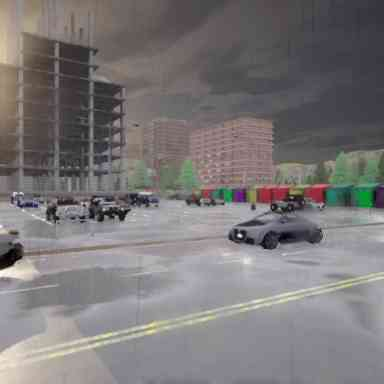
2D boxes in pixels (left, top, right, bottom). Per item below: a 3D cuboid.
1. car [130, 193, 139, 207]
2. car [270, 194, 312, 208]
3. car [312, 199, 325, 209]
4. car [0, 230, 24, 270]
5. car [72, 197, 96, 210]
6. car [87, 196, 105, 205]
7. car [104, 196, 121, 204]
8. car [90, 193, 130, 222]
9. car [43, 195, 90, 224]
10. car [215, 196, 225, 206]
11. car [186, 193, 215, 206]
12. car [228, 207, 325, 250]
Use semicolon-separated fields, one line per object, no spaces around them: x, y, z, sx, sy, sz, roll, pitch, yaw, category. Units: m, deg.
-11.775;1.152;59.944;1.932;1.855;4.605;0;0;-32;car
10.199;1.155;35.250;1.905;1.878;3.866;0;0;-32;car
12.661;1.394;36.773;1.970;1.475;3.806;0;0;-32;car
-6.759;1.491;7.960;4.902;1.511;2.128;0;0;-32;car
-13.381;1.395;41.083;1.970;1.475;3.806;0;0;-32;car
-16.481;1.394;56.949;1.970;1.475;3.806;0;0;-32;car
-14.024;1.363;58.481;1.784;1.438;3.905;0;0;-32;car
-6.431;1.156;24.831;1.905;1.878;3.866;0;0;-32;car
-8.915;1.153;23.345;1.932;1.855;4.605;0;0;-32;car
3.399;1.362;51.582;1.784;1.438;3.905;0;0;-32;car
0.907;1.152;50.104;1.932;1.855;4.605;0;0;-32;car
3.623;1.564;14.272;4.181;1.385;1.994;0;0;-31;car
